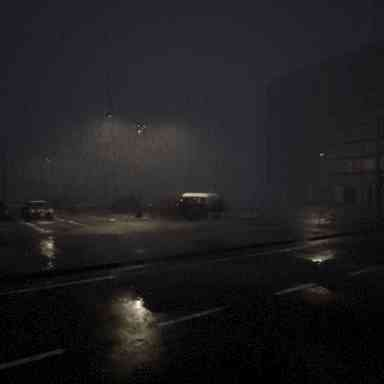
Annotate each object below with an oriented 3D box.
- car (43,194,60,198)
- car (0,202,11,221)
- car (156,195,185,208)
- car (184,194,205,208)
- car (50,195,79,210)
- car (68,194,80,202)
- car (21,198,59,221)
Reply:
[{"bbox_3d":[-24.002,1.229,57.750,1.905,1.878,3.866,0,0,-35],"label":"car"},{"bbox_3d":[-14.572,1.422,24.569,1.784,1.438,3.905,0,0,-35],"label":"car"},{"bbox_3d":[-3.817,1.600,58.485,1.837,1.490,4.892,0,0,-35],"label":"car"},{"bbox_3d":[-0.297,1.576,59.557,1.882,1.535,5.008,0,0,-35],"label":"car"},{"bbox_3d":[-16.170,1.465,41.905,1.970,1.475,3.806,0,0,-35],"label":"car"},{"bbox_3d":[-21.603,1.230,59.370,1.932,1.855,4.605,0,0,-35],"label":"car"},{"bbox_3d":[-12.204,1.457,26.233,1.970,1.475,3.806,0,0,-35],"label":"car"}]
